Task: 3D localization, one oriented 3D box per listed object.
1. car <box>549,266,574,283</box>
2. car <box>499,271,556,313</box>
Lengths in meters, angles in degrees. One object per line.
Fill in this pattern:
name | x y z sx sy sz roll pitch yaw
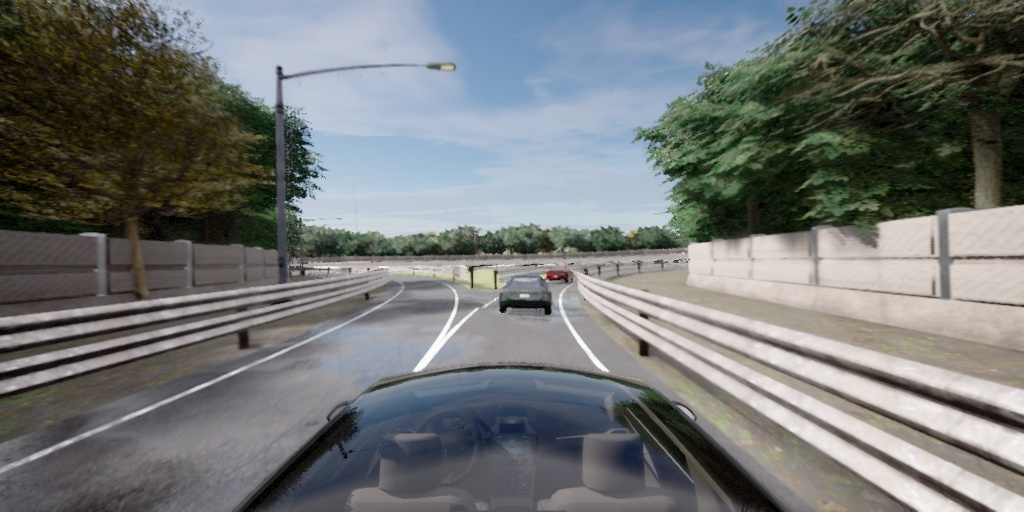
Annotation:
car | 4.554 1.646 33.283 1.882 1.535 5.008 -1 -1 18
car | 0.625 1.458 14.721 1.994 1.385 4.181 0 -2 5
